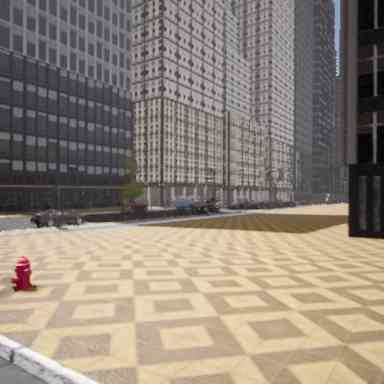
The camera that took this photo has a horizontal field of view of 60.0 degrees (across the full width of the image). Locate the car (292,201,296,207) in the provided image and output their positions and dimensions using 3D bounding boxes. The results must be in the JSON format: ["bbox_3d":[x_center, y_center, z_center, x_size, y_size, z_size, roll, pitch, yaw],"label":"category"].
[{"bbox_3d":[21.424,2.635,73.140,1.947,1.339,4.313,0,-1,35],"label":"car"}]

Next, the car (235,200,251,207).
[{"bbox_3d":[11.323,2.539,73.288,1.802,1.307,4.206,0,-1,35],"label":"car"}]

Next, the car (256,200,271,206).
[{"bbox_3d":[17.759,2.634,82.554,1.947,1.339,4.313,0,-1,35],"label":"car"}]

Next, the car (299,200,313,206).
[{"bbox_3d":[28.311,2.715,83.634,1.812,1.442,4.674,0,0,35],"label":"car"}]

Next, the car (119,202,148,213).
[{"bbox_3d":[-7.988,2.062,45.493,1.967,1.590,4.097,0,-1,35],"label":"car"}]

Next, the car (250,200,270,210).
[{"bbox_3d":[11.767,2.468,59.238,1.947,1.339,4.313,0,-1,35],"label":"car"}]

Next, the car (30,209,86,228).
[{"bbox_3d":[-10.661,2.059,26.729,2.008,1.369,4.403,0,-1,35],"label":"car"}]

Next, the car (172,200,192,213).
[{"bbox_3d":[-0.054,2.265,46.909,2.033,1.411,5.357,0,0,35],"label":"car"}]

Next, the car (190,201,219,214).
[{"bbox_3d":[2.109,2.300,45.336,1.947,1.339,4.313,0,-1,35],"label":"car"}]

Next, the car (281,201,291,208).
[{"bbox_3d":[18.205,2.453,68.507,1.967,1.590,4.097,0,-1,35],"label":"car"}]

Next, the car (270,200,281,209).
[{"bbox_3d":[14.985,2.540,63.872,1.802,1.307,4.206,0,-1,35],"label":"car"}]

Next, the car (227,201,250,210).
[{"bbox_3d":[7.908,2.420,58.385,1.994,1.385,4.181,0,0,35],"label":"car"}]
